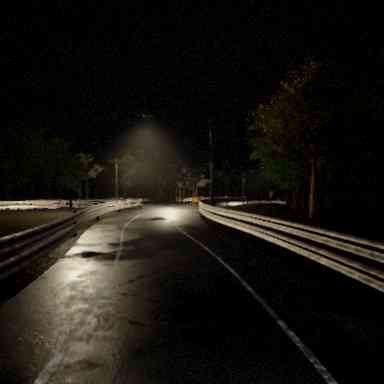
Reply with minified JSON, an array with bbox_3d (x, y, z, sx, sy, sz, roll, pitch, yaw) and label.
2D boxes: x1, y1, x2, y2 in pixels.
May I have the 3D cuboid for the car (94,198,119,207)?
[{"bbox_3d":[-13.497,1.685,51.374,2.033,1.411,5.357,-1,-1,35],"label":"car"}]

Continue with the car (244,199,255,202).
[{"bbox_3d":[16.037,2.134,93.759,2.128,1.511,4.902,-1,-1,35],"label":"car"}]

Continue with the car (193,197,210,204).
[{"bbox_3d":[2.206,1.888,73.910,1.882,1.535,5.008,-1,-1,35],"label":"car"}]
